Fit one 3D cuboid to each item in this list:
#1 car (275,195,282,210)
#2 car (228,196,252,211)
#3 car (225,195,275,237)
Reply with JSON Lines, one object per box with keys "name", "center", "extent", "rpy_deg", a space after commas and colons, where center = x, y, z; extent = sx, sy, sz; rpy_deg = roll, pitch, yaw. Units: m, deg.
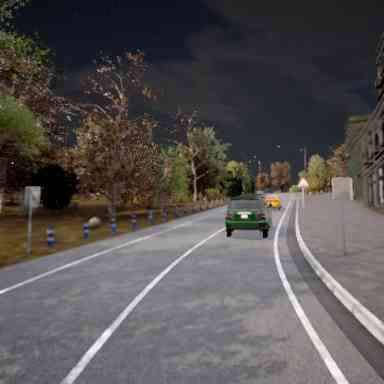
{"name": "car", "center": [8.719, 1.058, 36.235], "extent": [1.882, 1.535, 5.008], "rpy_deg": [-1, 1, 18]}
{"name": "car", "center": [5.478, 1.250, 37.371], "extent": [1.895, 1.301, 4.718], "rpy_deg": [-1, 1, 18]}
{"name": "car", "center": [3.234, 1.222, 18.524], "extent": [2.150, 2.045, 5.566], "rpy_deg": [-1, 0, 15]}
